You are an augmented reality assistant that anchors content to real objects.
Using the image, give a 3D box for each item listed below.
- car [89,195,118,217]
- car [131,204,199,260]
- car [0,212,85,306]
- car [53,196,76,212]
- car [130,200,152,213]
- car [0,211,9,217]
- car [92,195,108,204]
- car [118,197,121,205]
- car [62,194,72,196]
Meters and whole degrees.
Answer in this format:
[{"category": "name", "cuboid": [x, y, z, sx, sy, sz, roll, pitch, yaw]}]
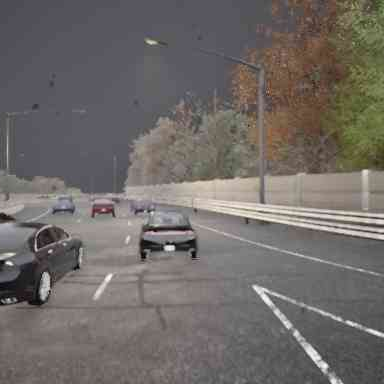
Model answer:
[{"category": "car", "cuboid": [-7.859, 1.292, 29.287, 1.882, 1.535, 5.008, 0, 0, -17]}, {"category": "car", "cuboid": [-0.899, 1.404, 12.068, 2.128, 1.511, 4.902, 0, 0, -6]}, {"category": "car", "cuboid": [-3.909, 1.462, 7.841, 1.837, 1.490, 4.892, 0, 0, -5]}, {"category": "car", "cuboid": [-12.736, 1.371, 33.246, 1.994, 1.385, 4.181, 0, 0, -18]}, {"category": "car", "cuboid": [-4.697, 1.388, 31.147, 1.895, 1.301, 4.718, 0, 0, -17]}, {"category": "car", "cuboid": [-7.943, 1.463, 12.958, 1.812, 1.442, 4.674, 0, 0, -7]}, {"category": "car", "cuboid": [-15.911, 1.240, 57.598, 1.895, 1.301, 4.718, 0, 0, -25]}, {"category": "car", "cuboid": [-12.007, 1.160, 49.481, 1.882, 1.535, 5.008, 0, 1, -25]}, {"category": "car", "cuboid": [-23.491, 1.173, 62.322, 1.812, 1.442, 4.674, -1, 1, -38]}]
